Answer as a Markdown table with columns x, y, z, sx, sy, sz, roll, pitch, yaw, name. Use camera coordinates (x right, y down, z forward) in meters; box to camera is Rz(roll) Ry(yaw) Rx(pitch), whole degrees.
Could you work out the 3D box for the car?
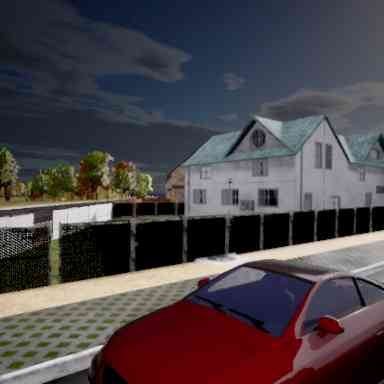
| x | y | z | sx | sy | sz | roll | pitch | yaw | name |
| --- | --- | --- | --- | --- | --- | --- | --- | --- | --- |
| 1.007 | 1.562 | 3.862 | 4.181 | 1.385 | 1.994 | 0 | 0 | -38 | car |
